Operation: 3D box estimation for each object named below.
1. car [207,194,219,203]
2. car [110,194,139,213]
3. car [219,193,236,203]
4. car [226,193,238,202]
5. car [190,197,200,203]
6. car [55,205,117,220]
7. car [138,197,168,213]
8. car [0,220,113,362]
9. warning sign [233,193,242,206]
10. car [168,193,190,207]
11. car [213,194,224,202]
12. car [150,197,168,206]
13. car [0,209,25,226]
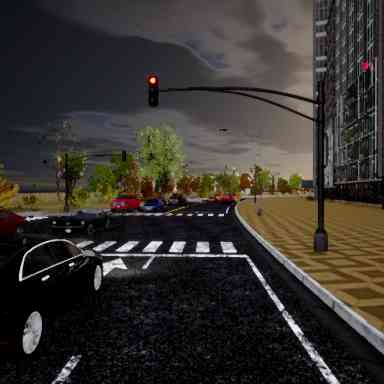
[{"bbox_3d":[4.506,1.573,71.219,1.994,1.385,4.181,0,0,12],"label":"car"},{"bbox_3d":[-7.509,1.222,38.112,2.150,2.045,5.566,0,0,7],"label":"car"},{"bbox_3d":[7.622,1.239,70.097,2.150,2.045,5.566,0,0,12],"label":"car"},{"bbox_3d":[9.777,1.245,80.389,2.150,2.045,5.566,0,0,14],"label":"car"},{"bbox_3d":[0.338,1.608,67.488,1.895,1.301,4.718,0,0,11],"label":"car"},{"bbox_3d":[-5.938,1.599,18.489,1.895,1.301,4.718,0,0,3],"label":"car"},{"bbox_3d":[-4.310,1.525,37.424,1.812,1.442,4.674,0,0,7],"label":"car"},{"bbox_3d":[-3.012,1.504,5.889,1.837,1.490,4.892,0,0,1],"label":"car"},{"bbox_3d":[6.548,1.122,48.212,1.300,1.860,1.060,0,0,8],"label":"warning sign"},{"bbox_3d":[-2.294,1.217,52.659,2.150,2.045,5.566,0,1,9],"label":"car"},{"bbox_3d":[6.470,1.372,80.528,2.097,1.767,4.553,0,0,14],"label":"car"},{"bbox_3d":[-5.319,1.565,54.342,1.994,1.385,4.181,0,0,9],"label":"car"},{"bbox_3d":[-9.373,1.524,15.083,1.812,1.442,4.674,0,0,3],"label":"car"}]
